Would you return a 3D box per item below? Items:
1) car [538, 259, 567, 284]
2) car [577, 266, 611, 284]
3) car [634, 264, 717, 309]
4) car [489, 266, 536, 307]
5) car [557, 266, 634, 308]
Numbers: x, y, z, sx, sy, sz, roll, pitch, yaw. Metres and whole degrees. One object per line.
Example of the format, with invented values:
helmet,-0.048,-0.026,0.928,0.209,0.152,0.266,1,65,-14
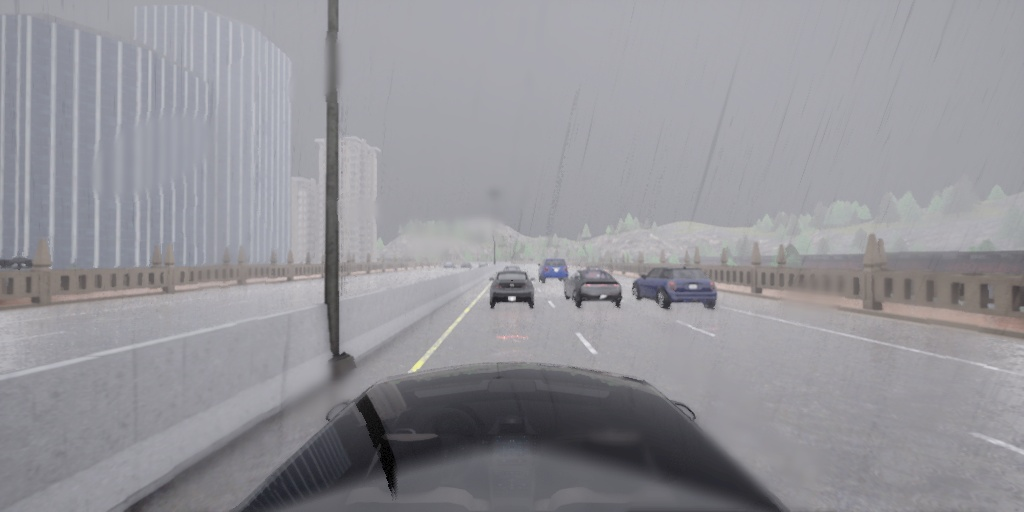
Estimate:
car,3.509,1.240,30.912,2.150,2.045,5.566,0,0,0
car,7.015,1.590,31.180,1.994,1.385,4.181,0,0,0
car,7.006,1.233,15.973,2.097,1.767,4.553,0,-1,0
car,0.008,1.393,16.185,1.837,1.490,4.892,0,0,0
car,3.508,1.378,16.187,2.128,1.511,4.902,0,0,0
